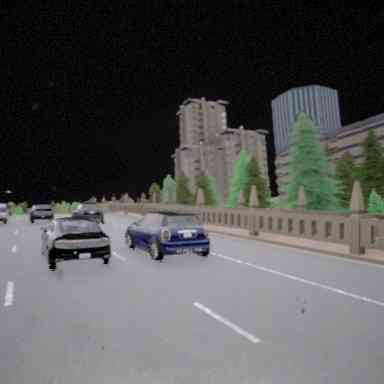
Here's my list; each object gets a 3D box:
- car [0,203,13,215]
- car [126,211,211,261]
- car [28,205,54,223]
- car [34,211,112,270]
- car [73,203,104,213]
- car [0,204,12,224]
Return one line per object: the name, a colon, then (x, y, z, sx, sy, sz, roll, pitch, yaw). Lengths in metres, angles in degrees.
car: (-21.378, 2.014, 37.444, 1.812, 1.442, 4.674, 1, -2, -27)
car: (-1.123, 1.537, 13.412, 2.097, 1.767, 4.553, 1, -1, -27)
car: (-13.290, 1.847, 29.385, 2.128, 1.511, 4.902, 1, -1, -27)
car: (-4.182, 1.639, 11.704, 2.128, 1.511, 4.902, 1, -1, -27)
car: (-9.046, 1.717, 28.790, 2.097, 1.767, 4.553, 1, -1, -27)
car: (-16.312, 1.918, 27.607, 1.895, 1.301, 4.718, 1, -1, -27)
